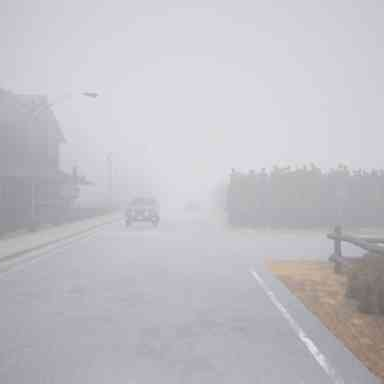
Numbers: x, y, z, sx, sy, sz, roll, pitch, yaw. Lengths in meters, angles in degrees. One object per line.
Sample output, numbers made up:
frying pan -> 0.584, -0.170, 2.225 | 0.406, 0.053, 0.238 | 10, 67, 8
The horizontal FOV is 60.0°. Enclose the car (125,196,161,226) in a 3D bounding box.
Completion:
car -> -3.527, 1.339, 24.657 | 2.150, 2.045, 5.566 | 0, 0, -2

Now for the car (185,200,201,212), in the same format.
car -> 0.090, 1.723, 41.927 | 1.812, 1.442, 4.674 | 0, 0, 0
